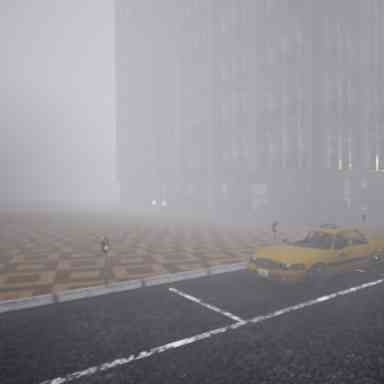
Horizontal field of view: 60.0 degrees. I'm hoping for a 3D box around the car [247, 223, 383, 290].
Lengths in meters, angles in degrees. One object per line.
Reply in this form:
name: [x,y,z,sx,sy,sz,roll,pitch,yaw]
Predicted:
car: [3.621,1.563,9.139,4.829,1.417,1.752,0,-1,-35]
